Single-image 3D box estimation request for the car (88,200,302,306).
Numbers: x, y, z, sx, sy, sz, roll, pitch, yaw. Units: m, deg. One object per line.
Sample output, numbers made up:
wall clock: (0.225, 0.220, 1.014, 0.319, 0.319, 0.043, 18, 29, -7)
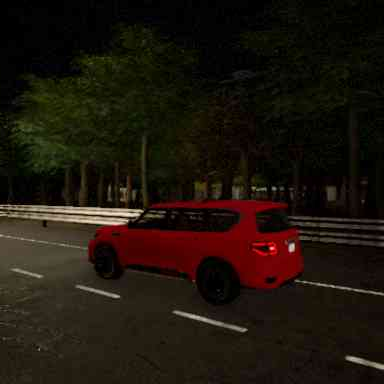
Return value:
car: (-0.166, 1.229, 8.285, 5.566, 2.045, 2.150, 0, 0, 36)
